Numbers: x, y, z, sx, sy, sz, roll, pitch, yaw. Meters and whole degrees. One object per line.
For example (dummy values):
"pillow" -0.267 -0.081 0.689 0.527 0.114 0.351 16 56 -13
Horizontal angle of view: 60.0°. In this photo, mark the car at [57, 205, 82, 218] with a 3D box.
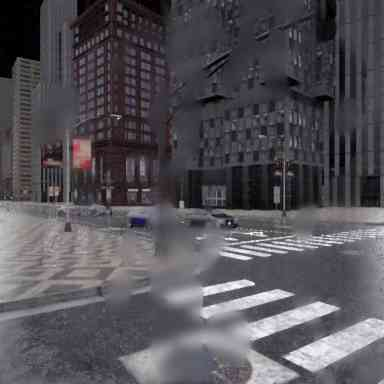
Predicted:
"car" -14.827 2.282 39.934 1.812 1.442 4.674 0 -1 -35

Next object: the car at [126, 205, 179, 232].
"car" -2.797 1.716 23.153 2.097 1.767 4.553 0 -1 -36

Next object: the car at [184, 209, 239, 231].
"car" 1.266 1.877 23.068 1.994 1.385 4.181 0 -1 -36

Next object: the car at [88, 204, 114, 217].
"car" -11.099 2.220 40.306 1.837 1.490 4.892 0 -1 -36
